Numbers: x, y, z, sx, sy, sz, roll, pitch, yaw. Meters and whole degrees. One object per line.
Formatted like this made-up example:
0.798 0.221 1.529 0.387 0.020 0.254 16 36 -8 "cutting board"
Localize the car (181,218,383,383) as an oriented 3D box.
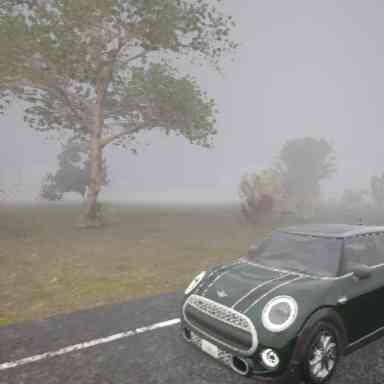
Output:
2.042 1.367 5.485 4.553 1.767 2.097 0 0 -36 "car"
